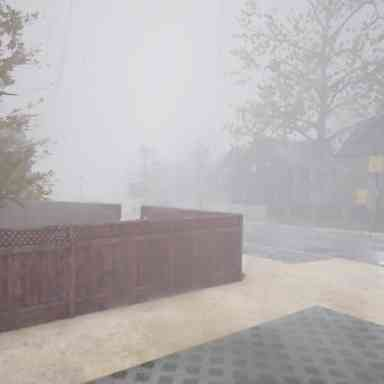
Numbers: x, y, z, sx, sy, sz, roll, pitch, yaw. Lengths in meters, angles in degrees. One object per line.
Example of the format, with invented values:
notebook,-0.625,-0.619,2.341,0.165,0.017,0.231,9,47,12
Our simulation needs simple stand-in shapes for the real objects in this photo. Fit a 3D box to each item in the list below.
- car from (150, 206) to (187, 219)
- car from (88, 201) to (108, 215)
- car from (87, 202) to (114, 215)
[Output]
car,-1.065,1.706,21.974,1.837,1.490,4.892,2,-2,-35
car,-9.460,1.720,34.109,2.097,1.767,4.553,2,-2,-32
car,-11.729,2.064,42.363,1.812,1.442,4.674,2,-2,-34
